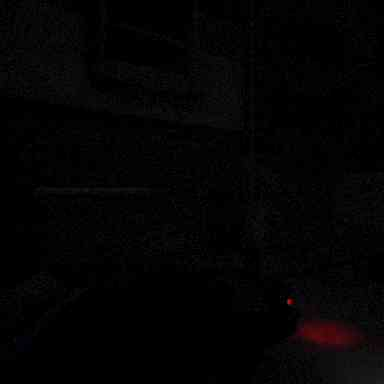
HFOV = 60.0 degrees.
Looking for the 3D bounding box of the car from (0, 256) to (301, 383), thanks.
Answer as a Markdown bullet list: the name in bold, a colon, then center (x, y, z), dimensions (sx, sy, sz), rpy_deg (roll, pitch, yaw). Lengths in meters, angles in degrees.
- **car**: center (-1.027, 1.548, 3.853), dimensions (5.357, 1.411, 2.033), rpy_deg (0, 0, -35)
